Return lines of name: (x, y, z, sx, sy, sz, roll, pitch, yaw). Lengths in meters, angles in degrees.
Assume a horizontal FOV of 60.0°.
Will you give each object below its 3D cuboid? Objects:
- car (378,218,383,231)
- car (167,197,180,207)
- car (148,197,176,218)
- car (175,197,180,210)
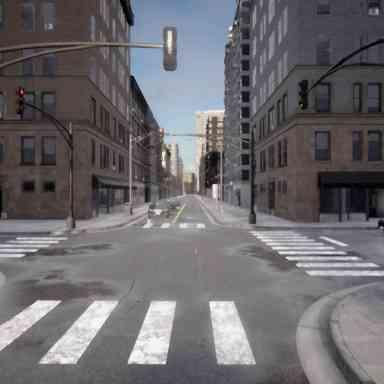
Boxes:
car: (12.379, 1.562, 17.894, 4.313, 1.339, 1.947, 0, 0, 0)
car: (-2.804, 1.556, 51.400, 1.812, 1.442, 4.674, 0, 0, 0)
car: (-2.836, 1.497, 30.020, 2.128, 1.511, 4.902, 0, 0, 0)
car: (-2.822, 1.616, 40.137, 1.895, 1.301, 4.718, 0, 0, 0)
